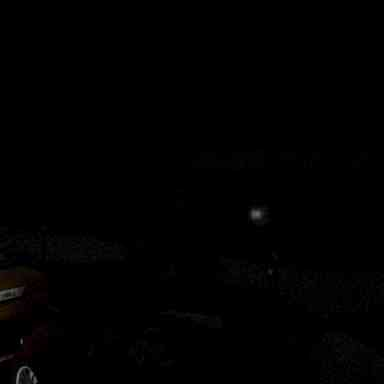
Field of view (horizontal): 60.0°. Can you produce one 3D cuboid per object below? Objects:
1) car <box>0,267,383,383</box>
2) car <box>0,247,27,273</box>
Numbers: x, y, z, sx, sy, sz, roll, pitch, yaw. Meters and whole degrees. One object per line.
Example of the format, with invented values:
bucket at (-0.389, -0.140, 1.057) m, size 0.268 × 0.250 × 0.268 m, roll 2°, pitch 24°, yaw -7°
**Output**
car at (0.011, 1.581, 3.070) m, size 4.206 × 1.307 × 1.802 m, roll 0°, pitch 1°, yaw 36°
car at (-4.670, 1.523, 6.419) m, size 4.829 × 1.417 × 1.752 m, roll 0°, pitch 1°, yaw 36°
